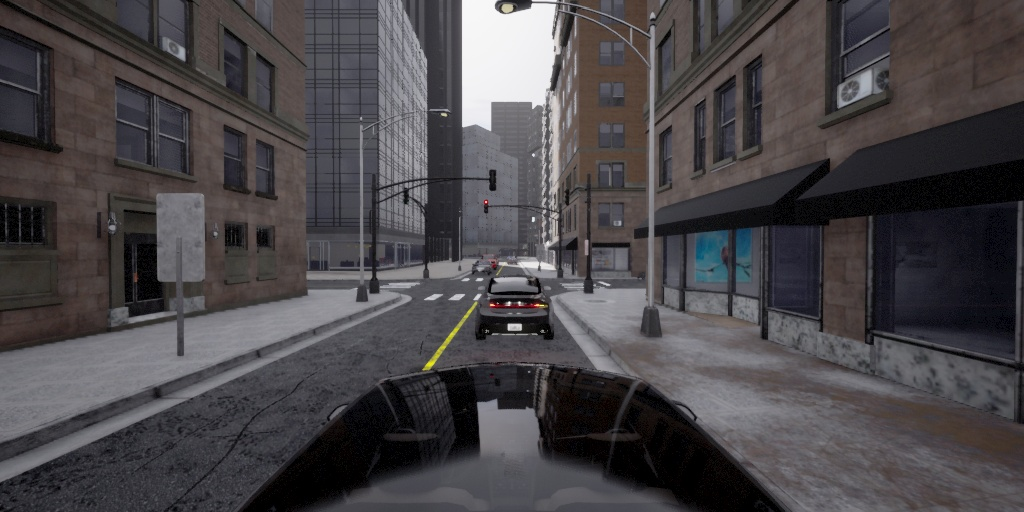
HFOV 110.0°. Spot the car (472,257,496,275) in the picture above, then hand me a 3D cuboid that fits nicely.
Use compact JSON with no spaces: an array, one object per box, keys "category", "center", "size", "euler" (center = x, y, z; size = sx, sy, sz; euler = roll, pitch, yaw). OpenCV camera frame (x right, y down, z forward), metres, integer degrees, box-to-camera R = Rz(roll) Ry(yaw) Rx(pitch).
[{"category":"car","center":[-3.134,1.163,37.962],"size":[2.128,1.511,4.902],"euler":[0,0,0]}]

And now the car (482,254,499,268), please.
[{"category":"car","center":[-3.151,0.809,48.266],"size":[2.150,2.045,5.566],"euler":[0,1,0]}]

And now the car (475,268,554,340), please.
[{"category":"car","center":[0.070,1.252,9.972],"size":[1.837,1.490,4.892],"euler":[0,0,0]}]

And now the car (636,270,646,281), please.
[{"category":"car","center":[11.654,1.205,25.172],"size":[5.357,1.411,2.033],"euler":[0,1,0]}]
